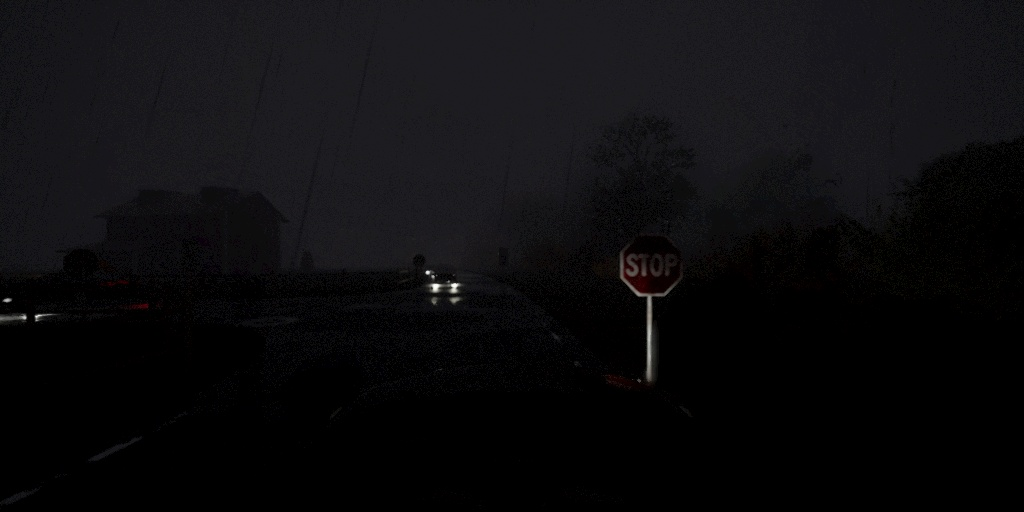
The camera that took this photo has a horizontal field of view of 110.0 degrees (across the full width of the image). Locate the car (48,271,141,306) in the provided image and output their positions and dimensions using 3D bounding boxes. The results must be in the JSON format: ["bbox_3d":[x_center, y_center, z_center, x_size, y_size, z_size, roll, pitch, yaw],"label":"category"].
[{"bbox_3d":[-20.057,1.407,16.392,5.008,1.535,1.882,0,0,0],"label":"car"}]

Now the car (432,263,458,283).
[{"bbox_3d":[-5.975,1.540,32.219,1.882,1.535,5.008,0,-1,-11],"label":"car"}]

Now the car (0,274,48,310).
[{"bbox_3d":[-20.880,1.482,13.434,4.181,1.385,1.994,0,0,0],"label":"car"}]

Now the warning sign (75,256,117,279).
[{"bbox_3d":[-21.390,1.058,18.735,1.060,1.860,1.300,0,0,0],"label":"warning sign"}]
